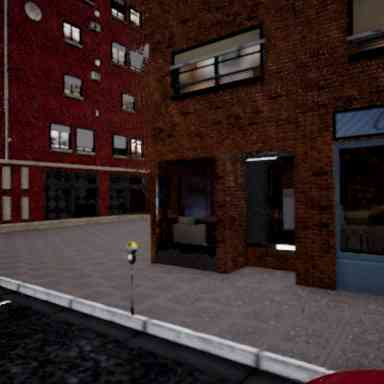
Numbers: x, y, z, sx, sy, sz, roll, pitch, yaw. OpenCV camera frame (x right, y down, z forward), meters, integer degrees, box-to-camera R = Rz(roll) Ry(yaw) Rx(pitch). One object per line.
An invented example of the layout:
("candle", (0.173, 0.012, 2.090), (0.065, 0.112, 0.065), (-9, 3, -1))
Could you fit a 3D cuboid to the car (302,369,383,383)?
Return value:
("car", (2.371, 1.530, 1.033), (4.507, 1.381, 1.887), (-1, -1, 35))
